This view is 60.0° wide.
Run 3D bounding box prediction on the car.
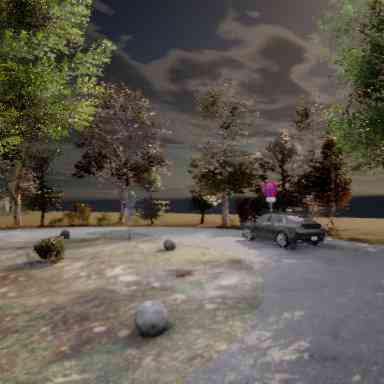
[{"bbox_3d":[4.282,1.771,16.317,1.837,1.490,4.892,1,-2,-22],"label":"car"}]
